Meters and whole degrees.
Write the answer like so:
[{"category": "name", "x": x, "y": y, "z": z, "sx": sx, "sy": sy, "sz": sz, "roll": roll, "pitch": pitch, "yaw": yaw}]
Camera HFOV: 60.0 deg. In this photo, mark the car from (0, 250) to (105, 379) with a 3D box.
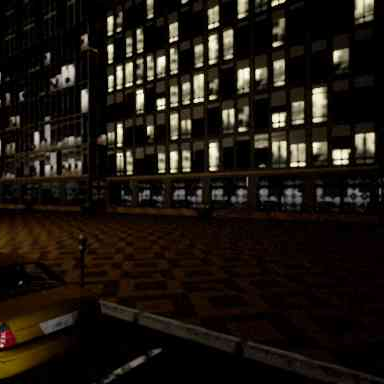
[{"category": "car", "x": -3.482, "y": 1.578, "z": 5.387, "sx": 4.829, "sy": 1.417, "sz": 1.752, "roll": -1, "pitch": 0, "yaw": 36}]
